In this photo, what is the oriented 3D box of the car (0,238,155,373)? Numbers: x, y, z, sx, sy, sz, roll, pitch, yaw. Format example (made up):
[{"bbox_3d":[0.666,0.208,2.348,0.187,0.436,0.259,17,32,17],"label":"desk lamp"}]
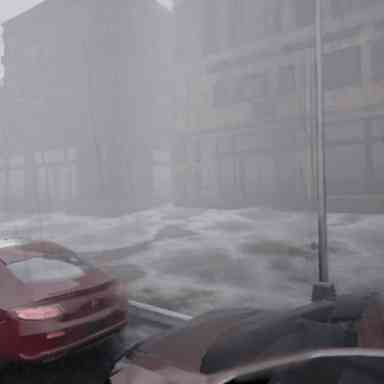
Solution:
[{"bbox_3d":[-3.082,1.504,5.464,4.674,1.452,2.002,0,0,35],"label":"car"}]
